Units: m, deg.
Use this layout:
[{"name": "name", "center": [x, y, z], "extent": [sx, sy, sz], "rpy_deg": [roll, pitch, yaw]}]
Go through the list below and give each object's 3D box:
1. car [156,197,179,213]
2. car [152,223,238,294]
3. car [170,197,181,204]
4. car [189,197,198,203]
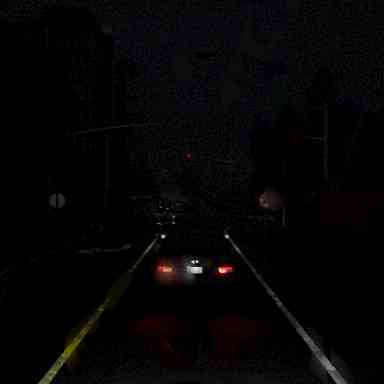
[{"name": "car", "center": [-2.914, 1.506, 36.740], "extent": [1.837, 1.490, 4.892], "rpy_deg": [0, 0, -9]}, {"name": "car", "center": [0.080, 1.547, 8.908], "extent": [2.033, 1.411, 5.357], "rpy_deg": [0, 0, 0]}, {"name": "car", "center": [-3.364, 1.601, 67.110], "extent": [1.895, 1.301, 4.718], "rpy_deg": [0, 0, 1]}, {"name": "car", "center": [0.262, 1.601, 69.680], "extent": [1.895, 1.301, 4.718], "rpy_deg": [0, 0, 0]}]
